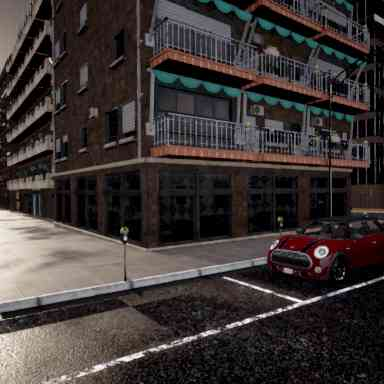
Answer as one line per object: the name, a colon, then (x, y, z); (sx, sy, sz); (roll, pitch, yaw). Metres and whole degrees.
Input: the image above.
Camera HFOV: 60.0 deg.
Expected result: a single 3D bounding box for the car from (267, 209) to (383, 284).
car: (4.009, 1.438, 9.450); (4.097, 1.590, 1.967); (0, -1, -36)
